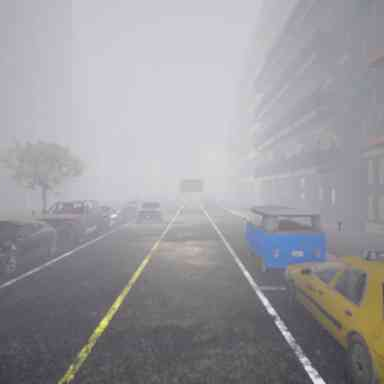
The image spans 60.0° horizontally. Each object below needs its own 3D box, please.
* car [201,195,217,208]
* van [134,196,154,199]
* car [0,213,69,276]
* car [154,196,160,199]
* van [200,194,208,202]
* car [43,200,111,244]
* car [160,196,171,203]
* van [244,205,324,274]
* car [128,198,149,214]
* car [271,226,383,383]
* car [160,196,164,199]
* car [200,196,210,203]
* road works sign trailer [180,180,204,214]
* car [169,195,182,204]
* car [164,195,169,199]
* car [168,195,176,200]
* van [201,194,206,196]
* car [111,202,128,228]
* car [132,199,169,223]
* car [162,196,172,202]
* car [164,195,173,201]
[{"bbox_3d":[2.686,1.563,48.981,2.008,1.369,4.403,0,0,0],"label":"car"},{"bbox_3d":[-5.695,1.347,37.934,1.690,1.788,3.998,0,0,0],"label":"van"},{"bbox_3d":[-5.693,1.564,10.321,1.947,1.339,4.313,0,0,0],"label":"car"},{"bbox_3d":[-5.695,1.553,43.457,1.887,1.381,4.507,0,0,0],"label":"car"},{"bbox_3d":[2.684,1.385,76.594,1.690,1.788,3.998,0,0,0],"label":"van"},{"bbox_3d":[-5.694,1.313,15.843,2.192,1.841,5.009,0,0,0],"label":"car"},{"bbox_3d":[-5.696,1.587,71.071,2.008,1.369,4.403,0,0,0],"label":"car"},{"bbox_3d":[2.687,1.339,10.321,1.690,1.788,3.998,0,0,0],"label":"van"},{"bbox_3d":[-5.694,1.554,32.412,2.008,1.369,4.403,0,0,0],"label":"car"},{"bbox_3d":[2.688,1.524,4.968,1.752,1.417,4.829,0,0,0],"label":"car"},{"bbox_3d":[-5.695,1.578,48.980,1.947,1.339,4.313,0,0,0],"label":"car"},{"bbox_3d":[2.685,1.581,71.071,1.887,1.381,4.507,0,0,0],"label":"car"},{"bbox_3d":[-0.001,0.469,34.311,2.380,3.560,2.880,0,0,0],"label":"road works sign trailer"},{"bbox_3d":[-3.008,1.618,66.270,1.895,1.301,4.718,0,0,0],"label":"car"},{"bbox_3d":[-5.696,1.462,60.027,1.967,1.590,4.097,0,0,0],"label":"car"},{"bbox_3d":[-5.697,1.634,93.163,1.947,1.339,4.313,0,0,0],"label":"car"},{"bbox_3d":[2.685,1.364,60.026,1.690,1.788,3.998,0,0,0],"label":"van"},{"bbox_3d":[-5.694,1.550,21.367,2.008,1.369,4.403,0,0,0],"label":"car"},{"bbox_3d":[-3.098,1.506,25.743,1.837,1.490,4.892,0,0,0],"label":"car"},{"bbox_3d":[-5.696,1.595,76.595,2.008,1.369,4.403,0,0,0],"label":"car"},{"bbox_3d":[-5.697,1.492,82.118,1.967,1.590,4.097,0,0,0],"label":"car"}]
